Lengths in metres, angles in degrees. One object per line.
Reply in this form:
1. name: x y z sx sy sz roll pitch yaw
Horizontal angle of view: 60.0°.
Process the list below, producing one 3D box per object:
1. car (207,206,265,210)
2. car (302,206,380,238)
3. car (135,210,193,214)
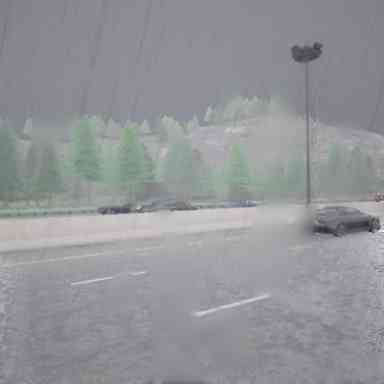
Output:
1. car: 3.561 1.436 26.940 5.357 1.411 2.033 -1 0 -30
2. car: 7.569 1.418 16.835 4.181 1.385 1.994 -1 0 -31
3. car: -1.907 1.471 27.706 4.892 1.490 1.837 -1 0 -31
